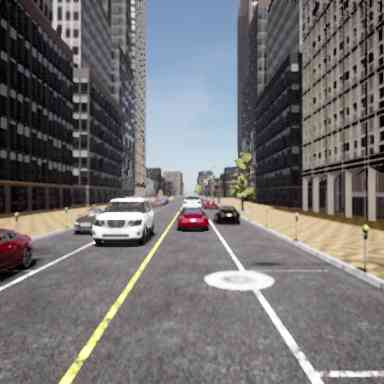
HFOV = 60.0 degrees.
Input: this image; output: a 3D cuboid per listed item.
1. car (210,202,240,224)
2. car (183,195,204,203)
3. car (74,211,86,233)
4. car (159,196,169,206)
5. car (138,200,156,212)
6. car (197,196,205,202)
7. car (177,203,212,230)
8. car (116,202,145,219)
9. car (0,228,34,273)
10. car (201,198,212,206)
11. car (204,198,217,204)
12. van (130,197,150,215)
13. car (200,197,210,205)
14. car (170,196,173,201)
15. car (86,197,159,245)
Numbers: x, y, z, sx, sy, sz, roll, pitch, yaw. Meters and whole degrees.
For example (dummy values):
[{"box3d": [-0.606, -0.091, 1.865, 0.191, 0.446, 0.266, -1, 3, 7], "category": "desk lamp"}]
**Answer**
[{"box3d": [2.656, 1.688, 25.809, 1.947, 1.339, 4.313, 0, 0, 0], "category": "car"}, {"box3d": [0.040, 1.408, 40.797, 2.150, 2.045, 5.566, 0, 0, 0], "category": "car"}, {"box3d": [-5.716, 1.647, 20.118, 2.008, 1.369, 4.403, 0, 0, 0], "category": "car"}, {"box3d": [-5.773, 1.710, 59.963, 1.967, 1.590, 4.097, 0, 0, 0], "category": "car"}, {"box3d": [-5.749, 1.780, 42.887, 1.802, 1.307, 4.206, 0, 0, 0], "category": "car"}, {"box3d": [2.558, 1.848, 94.112, 1.967, 1.590, 4.097, 0, 0, 0], "category": "car"}, {"box3d": [0.068, 1.668, 21.909, 1.994, 1.385, 4.181, 0, 0, 0], "category": "car"}, {"box3d": [-5.733, 1.692, 31.502, 1.887, 1.381, 4.507, 0, 0, 0], "category": "car"}, {"box3d": [-5.700, 1.625, 8.732, 1.802, 1.307, 4.206, 0, 0, 0], "category": "car"}, {"box3d": [2.607, 1.852, 59.960, 1.802, 1.307, 4.206, 0, 0, 0], "category": "car"}, {"box3d": [2.624, 1.662, 48.577, 1.967, 1.590, 4.097, 0, 0, 0], "category": "car"}, {"box3d": [-5.740, 1.514, 37.196, 1.690, 1.788, 3.998, 0, 0, 0], "category": "van"}, {"box3d": [2.599, 1.819, 65.823, 1.752, 1.417, 4.829, 0, 0, 0], "category": "car"}, {"box3d": [-5.790, 1.882, 71.348, 1.947, 1.339, 4.313, 0, 0, 0], "category": "car"}, {"box3d": [-3.116, 1.300, 16.312, 2.150, 2.045, 5.566, 0, 0, 0], "category": "car"}]
